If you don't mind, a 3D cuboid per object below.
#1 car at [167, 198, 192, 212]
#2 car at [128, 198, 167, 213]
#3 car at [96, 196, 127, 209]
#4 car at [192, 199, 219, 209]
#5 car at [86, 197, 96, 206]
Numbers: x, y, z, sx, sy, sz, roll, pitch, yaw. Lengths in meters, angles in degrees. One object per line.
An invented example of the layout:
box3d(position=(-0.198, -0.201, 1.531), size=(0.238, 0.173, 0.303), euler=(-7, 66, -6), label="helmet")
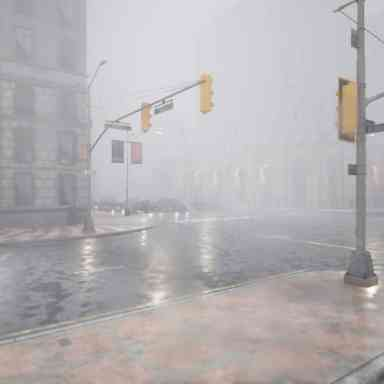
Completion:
box3d(position=(-2.455, 1.505, 39.465), size=(1.837, 1.490, 4.892), euler=(0, 0, -36), label="car")
box3d(position=(-5.013, 1.564, 37.030), size=(1.994, 1.385, 4.181), euler=(0, 0, -36), label="car")
box3d(position=(-10.962, 1.601, 45.318), size=(1.895, 1.301, 4.718), euler=(0, 0, -35), label="car")
box3d(position=(1.607, 1.601, 46.136), size=(1.895, 1.301, 4.718), euler=(0, 0, -36), label="car")
box3d(position=(-16.976, 1.547, 53.857), size=(2.033, 1.411, 5.357), euler=(0, 0, -35), label="car")
